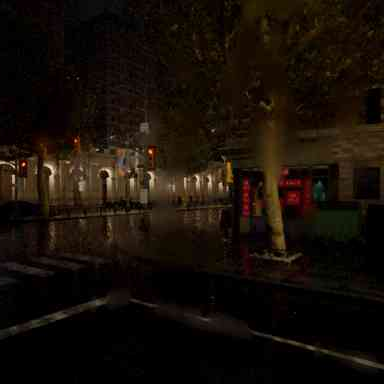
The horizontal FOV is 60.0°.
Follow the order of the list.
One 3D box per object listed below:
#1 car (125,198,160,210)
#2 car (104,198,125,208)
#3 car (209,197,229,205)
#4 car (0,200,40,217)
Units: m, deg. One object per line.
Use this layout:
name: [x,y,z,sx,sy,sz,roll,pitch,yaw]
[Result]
car: [-5.992,1.564,42.459,1.994,1.385,4.181,0,0,36]
car: [-10.252,1.595,47.928,1.895,1.301,4.718,0,0,36]
car: [4.656,1.564,57.173,1.994,1.385,4.181,0,0,36]
car: [-15.766,1.477,28.912,1.882,1.535,5.008,0,0,36]
